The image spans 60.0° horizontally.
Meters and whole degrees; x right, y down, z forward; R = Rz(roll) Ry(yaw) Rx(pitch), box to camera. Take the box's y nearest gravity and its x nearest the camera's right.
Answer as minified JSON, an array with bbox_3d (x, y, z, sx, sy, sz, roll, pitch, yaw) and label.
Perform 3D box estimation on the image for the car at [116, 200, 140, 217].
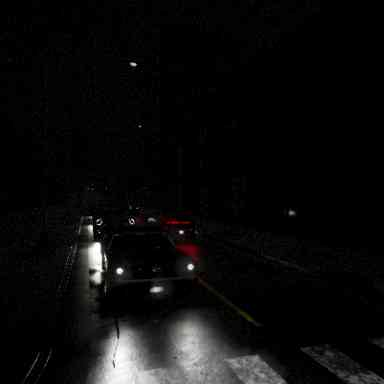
[{"bbox_3d":[-7.129,1.762,36.955,2.097,1.767,4.553,1,-1,-17],"label":"car"}]

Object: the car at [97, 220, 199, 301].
[{"bbox_3d":[-1.361,1.646,8.719,1.895,1.301,4.718,1,-1,-18],"label":"car"}]

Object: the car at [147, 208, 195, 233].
[{"bbox_3d":[-1.240,1.670,18.199,1.837,1.490,4.892,1,-1,-17],"label":"car"}]

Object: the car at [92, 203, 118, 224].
[{"bbox_3d":[-7.414,1.739,28.035,1.882,1.535,5.008,1,-1,-17],"label":"car"}]

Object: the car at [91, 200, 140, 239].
[{"bbox_3d":[-4.316,1.490,18.159,2.097,1.767,4.553,1,-1,-18],"label":"car"}]

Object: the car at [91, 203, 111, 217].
[{"bbox_3d":[-10.296,1.953,37.325,1.994,1.385,4.181,1,-1,-17],"label":"car"}]
